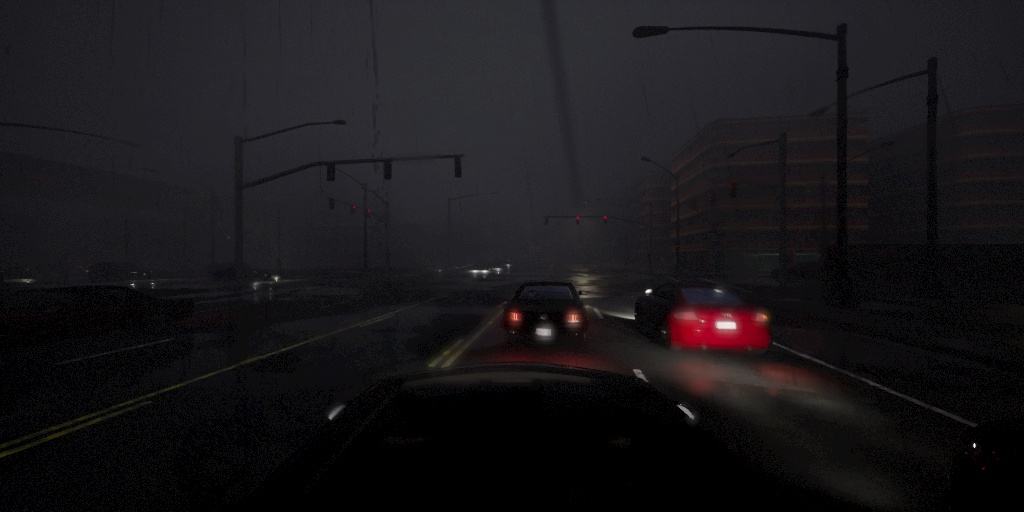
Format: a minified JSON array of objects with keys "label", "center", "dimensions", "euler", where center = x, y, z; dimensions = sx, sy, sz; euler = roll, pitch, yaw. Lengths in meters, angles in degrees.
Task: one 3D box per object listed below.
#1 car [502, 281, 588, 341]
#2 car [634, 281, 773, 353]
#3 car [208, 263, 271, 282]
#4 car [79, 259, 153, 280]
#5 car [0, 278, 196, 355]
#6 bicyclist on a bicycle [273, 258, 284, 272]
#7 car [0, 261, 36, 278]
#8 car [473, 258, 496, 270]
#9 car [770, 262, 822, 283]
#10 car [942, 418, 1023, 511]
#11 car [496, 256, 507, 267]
[{"label":"car","center":[0.994,1.351,9.908],"dimensions":[1.895,1.301,4.718],"euler":[0,0,8]},{"label":"car","center":[4.398,1.314,8.909],"dimensions":[1.994,1.385,4.181],"euler":[0,0,7]},{"label":"car","center":[-22.036,1.276,29.017],"dimensions":[4.674,1.442,1.812],"euler":[0,0,7]},{"label":"car","center":[-33.164,1.253,30.329],"dimensions":[4.892,1.490,1.837],"euler":[0,0,7]},{"label":"car","center":[-9.999,1.351,7.808],"dimensions":[1.895,1.301,4.718],"euler":[0,0,7]},{"label":"bicyclist on a bicycle","center":[-26.429,1.053,40.569],"dimensions":[0.582,1.620,1.656],"euler":[0,0,7]},{"label":"car","center":[-45.996,1.227,32.547],"dimensions":[5.008,1.535,1.882],"euler":[0,0,22]},{"label":"car","center":[-3.890,1.176,48.697],"dimensions":[1.994,1.385,4.181],"euler":[0,1,8]},{"label":"car","center":[22.798,1.228,27.588],"dimensions":[5.008,1.535,1.882],"euler":[0,0,7]},{"label":"car","center":[3.640,1.242,0.196],"dimensions":[2.128,1.511,4.902],"euler":[0,0,1]},{"label":"car","center":[-2.546,1.064,58.551],"dimensions":[1.895,1.301,4.718],"euler":[0,1,8]}]
